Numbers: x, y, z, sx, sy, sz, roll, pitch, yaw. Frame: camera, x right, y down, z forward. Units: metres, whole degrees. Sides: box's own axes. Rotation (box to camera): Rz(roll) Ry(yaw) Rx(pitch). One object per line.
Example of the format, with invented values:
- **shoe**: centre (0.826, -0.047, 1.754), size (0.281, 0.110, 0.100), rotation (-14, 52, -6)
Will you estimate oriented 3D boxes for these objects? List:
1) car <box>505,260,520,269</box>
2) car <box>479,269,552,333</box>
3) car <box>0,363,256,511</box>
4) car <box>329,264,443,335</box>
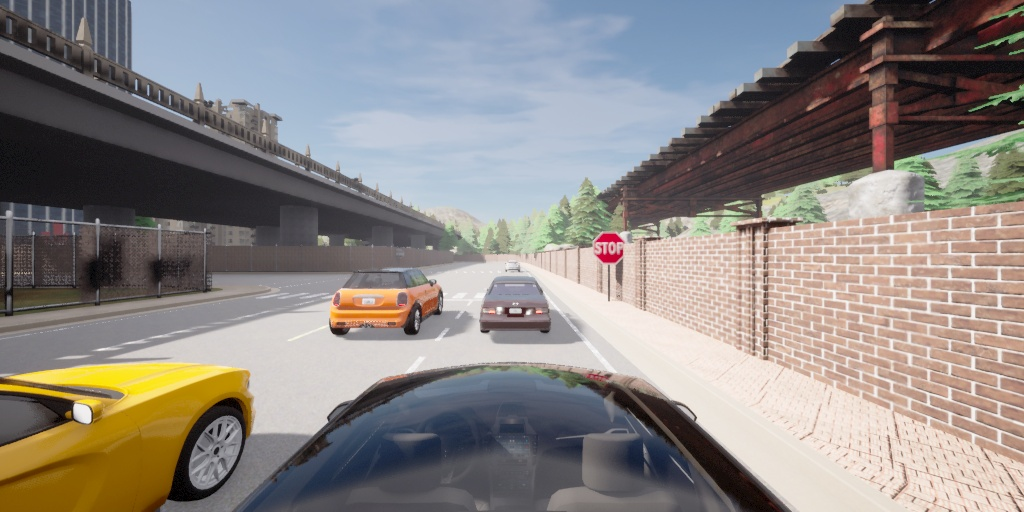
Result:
- **car**: centre (0.086, 1.276, 45.555), size (1.812, 1.442, 4.674), rotation (0, 0, -1)
- **car**: centre (0.078, 1.297, 10.693), size (2.033, 1.411, 5.357), rotation (0, 0, 0)
- **car**: centre (-3.399, 1.228, 1.413), size (1.882, 1.535, 5.008), rotation (0, 0, 0)
- **car**: centre (-3.423, 1.102, 10.670), size (2.097, 1.767, 4.553), rotation (0, 0, 0)
